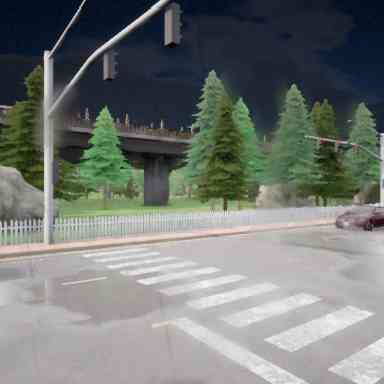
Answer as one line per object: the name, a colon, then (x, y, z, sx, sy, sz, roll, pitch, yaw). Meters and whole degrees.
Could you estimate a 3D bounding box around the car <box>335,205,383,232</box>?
car: (10.594, 1.530, 20.112, 4.674, 1.442, 1.812, 0, 0, -35)
